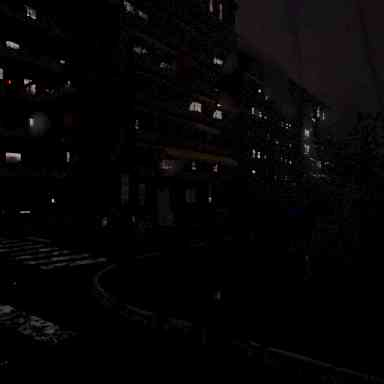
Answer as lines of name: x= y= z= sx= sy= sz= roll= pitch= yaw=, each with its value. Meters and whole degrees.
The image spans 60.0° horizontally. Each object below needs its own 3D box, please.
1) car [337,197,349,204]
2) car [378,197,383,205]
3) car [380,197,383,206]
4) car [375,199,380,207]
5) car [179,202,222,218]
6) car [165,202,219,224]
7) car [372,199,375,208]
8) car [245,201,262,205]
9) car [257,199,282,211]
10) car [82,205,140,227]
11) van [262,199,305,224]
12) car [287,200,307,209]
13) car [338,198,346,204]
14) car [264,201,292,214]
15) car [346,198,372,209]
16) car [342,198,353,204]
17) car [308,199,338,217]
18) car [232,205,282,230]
car: x=37.034 y=2.094 z=81.580 sx=1.967 sy=1.590 sz=4.097 roll=1 pitch=0 yaw=36
car: x=47.059 y=2.151 z=81.053 sx=2.192 sy=1.841 sz=5.009 roll=1 pitch=0 yaw=36
car: x=37.202 y=2.252 z=67.693 sx=1.887 sy=1.381 sz=4.507 roll=1 pitch=0 yaw=36
car: x=33.918 y=2.104 z=63.240 sx=1.967 sy=1.590 sz=4.097 roll=1 pitch=0 yaw=36
car: x=0.903 y=1.712 z=32.596 sx=1.887 sy=1.381 sz=4.507 roll=1 pitch=0 yaw=36
car: x=-0.160 y=1.657 z=26.782 sx=2.128 sy=1.511 sz=4.902 roll=1 pitch=0 yaw=37
car: x=30.632 y=2.202 z=58.786 sx=1.802 sy=1.307 sz=4.206 roll=1 pitch=0 yaw=36
car: x=7.471 y=1.840 z=41.503 sx=1.802 sy=1.307 sz=4.206 roll=1 pitch=0 yaw=36
car: x=10.757 y=1.743 z=45.956 sx=1.967 sy=1.590 sz=4.097 roll=1 pitch=0 yaw=36
car: x=-5.667 y=1.626 z=23.690 sx=2.008 sy=1.369 sz=4.403 roll=1 pitch=0 yaw=36
van: x=7.643 y=1.647 z=27.616 sx=1.690 sy=1.788 sz=3.998 roll=1 pitch=0 yaw=36
car: x=17.325 y=1.974 z=54.862 sx=1.802 sy=1.307 sz=4.206 roll=1 pitch=0 yaw=36
car: x=33.748 y=2.177 z=77.126 sx=1.947 sy=1.339 sz=4.313 roll=1 pitch=0 yaw=36
car: x=10.858 y=1.883 z=41.682 sx=1.994 sy=1.385 sz=4.181 roll=1 pitch=0 yaw=37
car: x=27.351 y=1.891 z=54.334 sx=2.192 sy=1.841 sz=5.009 roll=1 pitch=0 yaw=36
car: x=40.216 y=2.220 z=85.896 sx=1.752 sy=1.417 sz=4.829 roll=1 pitch=0 yaw=36
car: x=14.212 y=1.837 z=36.522 sx=1.967 sy=1.590 sz=4.097 roll=1 pitch=0 yaw=36
car: x=4.357 y=1.827 z=23.162 sx=1.947 sy=1.339 sz=4.313 roll=1 pitch=0 yaw=36
